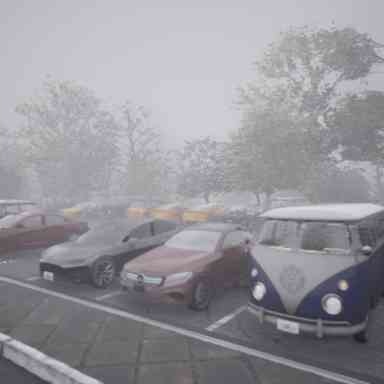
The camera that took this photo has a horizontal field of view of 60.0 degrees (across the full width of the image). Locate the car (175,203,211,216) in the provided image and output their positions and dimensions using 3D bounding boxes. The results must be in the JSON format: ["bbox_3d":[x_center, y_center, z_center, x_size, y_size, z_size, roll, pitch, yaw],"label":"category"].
[{"bbox_3d":[1.360,1.535,23.353,2.097,1.535,5.008,-1,0,36],"label":"car"}]

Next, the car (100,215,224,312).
[{"bbox_3d":[0.383,1.512,7.984,2.002,1.452,4.674,-1,0,36],"label":"car"}]

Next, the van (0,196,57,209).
[{"bbox_3d":[-8.587,1.332,14.535,1.878,1.987,4.442,-1,0,36],"label":"van"}]

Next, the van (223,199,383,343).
[{"bbox_3d":[2.570,1.225,6.274,1.878,1.987,4.442,-1,0,36],"label":"van"}]

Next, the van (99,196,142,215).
[{"bbox_3d":[-5.332,1.373,28.286,1.878,1.987,4.442,-1,0,36],"label":"van"}]

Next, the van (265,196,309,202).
[{"bbox_3d":[5.937,1.267,20.232,1.878,1.987,4.442,-1,0,36],"label":"van"}]

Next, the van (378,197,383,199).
[{"bbox_3d":[10.308,1.224,16.821,1.878,1.987,4.442,-1,0,36],"label":"van"}]

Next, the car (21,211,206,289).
[{"bbox_3d":[-1.896,1.523,9.573,2.163,1.488,4.792,-1,0,36],"label":"car"}]

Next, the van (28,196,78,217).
[{"bbox_3d":[-14.443,1.484,34.798,1.878,1.987,4.442,-1,-1,36],"label":"van"}]

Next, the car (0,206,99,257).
[{"bbox_3d":[-6.391,1.536,12.829,2.097,1.535,5.008,-1,0,36],"label":"car"}]

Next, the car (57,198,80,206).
[{"bbox_3d":[-10.012,1.640,31.259,1.946,1.575,5.366,-1,0,36],"label":"car"}]

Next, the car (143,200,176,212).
[{"bbox_3d":[-0.996,1.557,25.037,2.097,1.535,5.008,-1,0,36],"label":"car"}]

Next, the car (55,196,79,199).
[{"bbox_3d":[-12.142,1.419,33.044,2.435,2.045,5.566,-1,-1,36],"label":"car"}]

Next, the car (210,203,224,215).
[{"bbox_3d":[3.613,1.515,21.742,2.231,1.521,4.892,-1,0,36],"label":"car"}]

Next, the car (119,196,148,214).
[{"bbox_3d":[-3.164,1.452,26.554,2.185,1.767,4.553,-1,0,36],"label":"car"}]

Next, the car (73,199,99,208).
[{"bbox_3d":[-7.656,1.621,29.796,2.231,1.521,4.892,-1,0,36],"label":"car"}]
